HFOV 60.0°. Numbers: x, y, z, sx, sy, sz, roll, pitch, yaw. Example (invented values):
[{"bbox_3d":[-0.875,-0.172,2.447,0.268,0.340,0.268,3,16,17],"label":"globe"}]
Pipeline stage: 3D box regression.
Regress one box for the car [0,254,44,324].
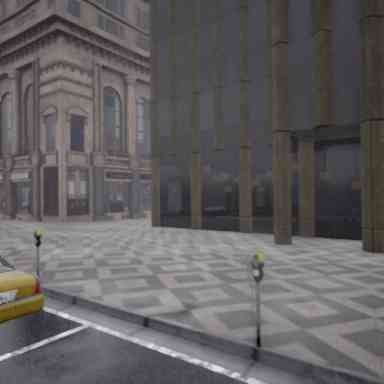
[{"bbox_3d":[-4.772,1.596,6.390,4.829,1.417,1.752,-1,-1,36],"label":"car"}]
